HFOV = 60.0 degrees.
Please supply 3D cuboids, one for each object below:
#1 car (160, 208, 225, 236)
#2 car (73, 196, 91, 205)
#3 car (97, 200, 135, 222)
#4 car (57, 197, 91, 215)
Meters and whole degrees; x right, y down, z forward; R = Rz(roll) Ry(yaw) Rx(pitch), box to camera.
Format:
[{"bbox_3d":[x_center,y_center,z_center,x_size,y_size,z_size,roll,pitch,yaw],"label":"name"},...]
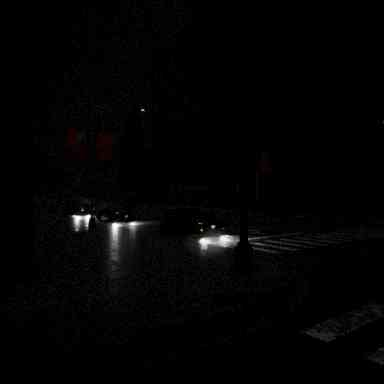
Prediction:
[{"bbox_3d":[-0.068,1.611,18.689,1.994,1.385,4.181,0,0,-36],"label":"car"},{"bbox_3d":[-21.996,1.612,66.267,2.097,1.767,4.553,0,0,-36],"label":"car"},{"bbox_3d":[-6.401,1.615,27.516,1.812,1.442,4.674,0,0,-36],"label":"car"},{"bbox_3d":[-12.736,1.622,36.345,2.128,1.511,4.902,0,0,-35],"label":"car"}]
